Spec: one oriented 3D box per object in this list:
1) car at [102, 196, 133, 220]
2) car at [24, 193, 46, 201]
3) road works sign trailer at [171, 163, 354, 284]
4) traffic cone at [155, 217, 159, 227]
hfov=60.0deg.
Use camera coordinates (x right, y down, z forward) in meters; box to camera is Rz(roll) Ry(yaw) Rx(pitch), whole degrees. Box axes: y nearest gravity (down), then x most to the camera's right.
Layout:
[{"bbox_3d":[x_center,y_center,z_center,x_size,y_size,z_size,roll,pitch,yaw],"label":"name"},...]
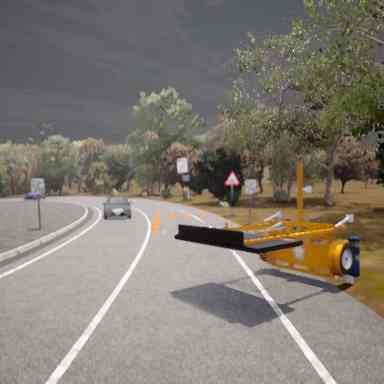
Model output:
[{"bbox_3d":[-5.321,1.045,23.843,2.128,1.511,4.902,-1,2,-13],"label":"car"},{"bbox_3d":[-27.857,0.773,59.061,5.008,1.535,1.882,-2,4,38],"label":"car"},{"bbox_3d":[1.681,0.733,7.476,3.560,2.880,2.380,-1,0,-39],"label":"road works sign trailer"},{"bbox_3d":[-1.867,1.695,16.538,0.340,0.580,0.340,-1,2,-4],"label":"traffic cone"}]
